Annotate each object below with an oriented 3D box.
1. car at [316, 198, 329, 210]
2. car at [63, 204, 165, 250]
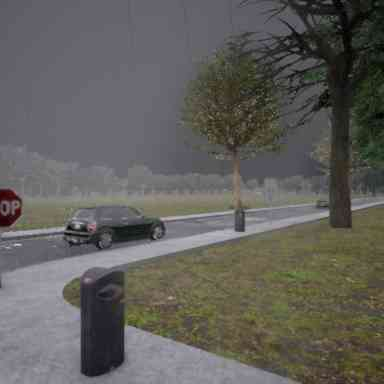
[{"bbox_3d":[17.979,1.541,44.231,2.128,1.511,4.902,0,0,36],"label":"car"},{"bbox_3d":[-3.221,1.364,14.694,2.097,1.767,4.553,0,0,36],"label":"car"}]
